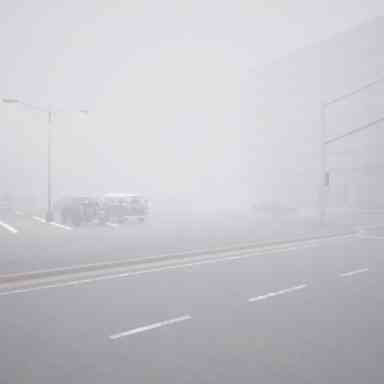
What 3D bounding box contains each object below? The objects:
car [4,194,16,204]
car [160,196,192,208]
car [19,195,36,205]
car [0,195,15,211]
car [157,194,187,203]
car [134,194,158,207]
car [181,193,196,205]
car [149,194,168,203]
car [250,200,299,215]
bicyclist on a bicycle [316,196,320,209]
[{"bbox_3d":[-29.725,1.211,53.694,1.905,1.878,3.866,0,0,-35],"label":"car"},{"bbox_3d":[-2.498,1.655,50.571,1.895,1.301,4.718,0,0,-35],"label":"car"},{"bbox_3d":[-27.331,1.208,55.321,1.932,1.855,4.605,0,0,-35],"label":"car"},{"bbox_3d":[-21.843,1.451,37.873,1.970,1.475,3.806,0,0,-35],"label":"car"},{"bbox_3d":[-3.574,1.532,58.429,1.882,1.535,5.008,0,0,-36],"label":"car"},{"bbox_3d":[-8.989,1.545,66.007,2.128,1.511,4.902,0,0,-35],"label":"car"},{"bbox_3d":[-1.521,1.275,61.582,2.150,2.045,5.566,0,0,-35],"label":"car"},{"bbox_3d":[-7.056,1.406,69.343,2.097,1.767,4.553,0,0,-35],"label":"car"},{"bbox_3d":[8.575,1.601,35.020,2.033,1.411,5.357,0,0,-36],"label":"car"},{"bbox_3d":[16.475,1.354,42.858,1.656,1.620,0.582,0,0,-35],"label":"bicyclist on a bicycle"}]
